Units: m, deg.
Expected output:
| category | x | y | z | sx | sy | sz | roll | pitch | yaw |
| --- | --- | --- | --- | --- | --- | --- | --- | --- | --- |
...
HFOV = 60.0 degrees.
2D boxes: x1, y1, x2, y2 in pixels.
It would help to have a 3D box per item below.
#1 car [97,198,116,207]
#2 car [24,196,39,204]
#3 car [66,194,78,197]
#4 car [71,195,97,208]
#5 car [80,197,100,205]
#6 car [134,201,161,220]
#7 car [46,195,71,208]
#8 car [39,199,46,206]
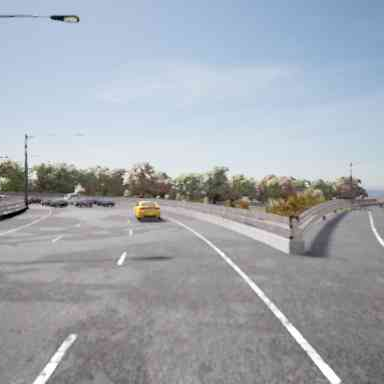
| category | x | y | z | sx | sy | sz | roll | pitch | yaw |
| --- | --- | --- | --- | --- | --- | --- | --- | --- | --- |
| car | -13.963 | 1.641 | 53.917 | 2.033 | 1.411 | 5.357 | 0 | 0 | -31 |
| car | -33.740 | 1.581 | 70.047 | 2.097 | 1.767 | 4.553 | 0 | 0 | -42 |
| car | -22.312 | 1.397 | 60.954 | 2.150 | 2.045 | 5.566 | 0 | 0 | -36 |
| car | -16.940 | 1.605 | 52.088 | 2.128 | 1.511 | 4.902 | 0 | 0 | -31 |
| car | -19.374 | 1.698 | 62.861 | 2.033 | 1.411 | 5.357 | 0 | 0 | -36 |
| car | -3.865 | 1.521 | 28.357 | 1.882 | 1.535 | 5.008 | 0 | 0 | -14 |
| car | -20.729 | 1.630 | 51.673 | 2.128 | 1.511 | 4.902 | 0 | 0 | -31 |
| car | -25.212 | 1.737 | 58.999 | 1.994 | 1.385 | 4.181 | 0 | 0 | -36 |
